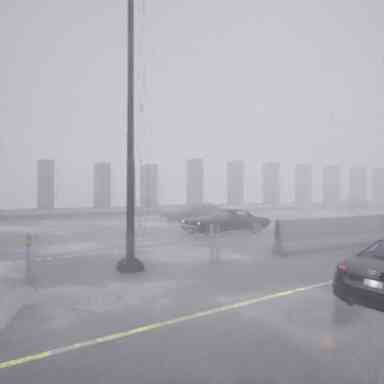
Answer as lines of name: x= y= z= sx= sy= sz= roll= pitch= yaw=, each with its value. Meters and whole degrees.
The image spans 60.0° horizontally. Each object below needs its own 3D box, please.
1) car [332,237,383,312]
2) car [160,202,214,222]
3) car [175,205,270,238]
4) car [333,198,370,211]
car: x=4.819 y=1.552 z=6.819 sx=4.181 sy=1.385 sz=1.994 roll=0 pitch=0 yaw=-33
car: x=0.339 y=1.495 z=24.882 sx=5.357 sy=1.411 sz=2.033 roll=0 pitch=0 yaw=-31
car: x=1.765 y=1.564 z=17.543 sx=4.718 sy=1.301 sz=1.895 roll=0 pitch=0 yaw=-32
car: x=18.485 y=1.419 z=38.546 sx=4.902 sy=1.511 sz=2.128 roll=0 pitch=0 yaw=-27
